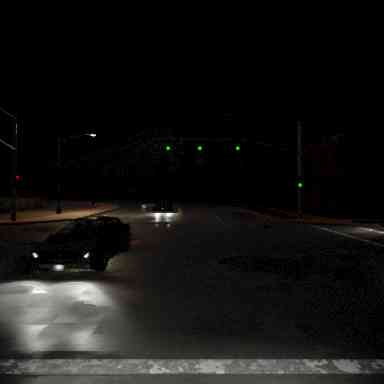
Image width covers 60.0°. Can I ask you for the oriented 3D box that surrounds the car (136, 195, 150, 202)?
[{"bbox_3d":[-9.076,1.344,61.628,1.837,1.490,4.892,0,0,-32],"label":"car"}]

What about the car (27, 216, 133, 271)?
[{"bbox_3d":[-3.338,1.548,11.194,2.033,1.411,5.357,0,0,2],"label":"car"}]

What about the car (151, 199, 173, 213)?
[{"bbox_3d":[-3.126,1.566,36.633,1.994,1.385,4.181,0,0,-1],"label":"car"}]
